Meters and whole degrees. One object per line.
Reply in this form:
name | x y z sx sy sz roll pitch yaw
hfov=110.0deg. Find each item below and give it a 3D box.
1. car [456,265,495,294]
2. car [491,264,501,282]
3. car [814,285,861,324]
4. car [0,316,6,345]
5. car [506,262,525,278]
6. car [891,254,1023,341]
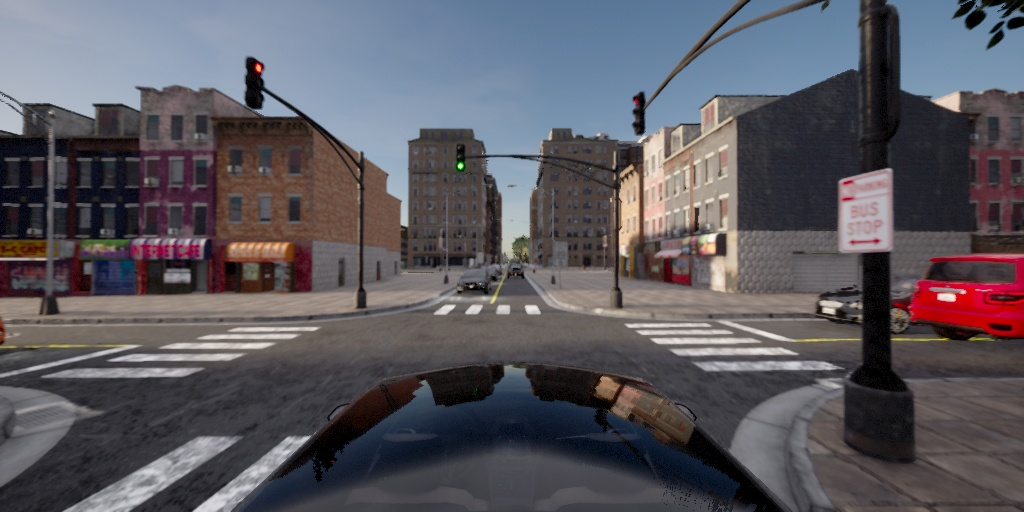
car | -2.272 1.494 22.524 1.837 1.490 4.892 0 -1 0
car | -2.281 1.636 34.269 1.837 1.490 4.892 0 -1 0
car | 11.375 1.266 10.129 4.902 1.511 2.128 0 -1 0
car | -13.387 1.265 7.104 4.553 1.767 2.097 -1 -1 0
car | 0.403 1.714 40.402 1.837 1.490 4.892 0 -1 0
car | 11.989 0.962 7.510 5.566 2.045 2.150 0 -1 4
